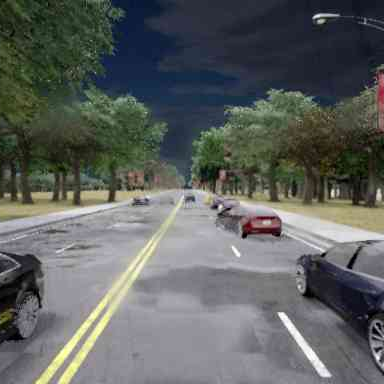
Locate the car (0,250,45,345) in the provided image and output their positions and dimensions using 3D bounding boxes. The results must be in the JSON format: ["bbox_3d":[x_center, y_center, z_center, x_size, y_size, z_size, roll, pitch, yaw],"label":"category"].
[{"bbox_3d":[-3.353,1.471,3.606,2.128,1.511,4.902,0,0,0],"label":"car"}]

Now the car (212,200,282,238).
[{"bbox_3d":[2.864,1.399,17.171,2.163,1.488,4.792,0,0,-12],"label":"car"}]

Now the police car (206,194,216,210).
[{"bbox_3d":[3.095,1.235,38.436,2.038,1.542,4.974,0,0,0],"label":"police car"}]

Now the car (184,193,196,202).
[{"bbox_3d":[-0.351,1.050,58.604,1.837,1.490,4.892,0,1,-1],"label":"car"}]

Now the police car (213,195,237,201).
[{"bbox_3d":[3.170,1.326,27.425,2.038,1.542,4.974,0,0,0],"label":"police car"}]

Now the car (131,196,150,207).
[{"bbox_3d":[-6.791,1.244,44.338,1.994,1.385,4.181,0,0,0],"label":"car"}]

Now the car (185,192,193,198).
[{"bbox_3d":[-0.665,0.788,81.050,1.895,1.301,4.718,0,1,-1],"label":"car"}]

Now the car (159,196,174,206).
[{"bbox_3d":[-3.560,1.221,47.014,1.994,1.385,4.181,0,0,0],"label":"car"}]

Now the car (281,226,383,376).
[{"bbox_3d":[3.246,1.473,5.433,2.163,1.488,4.792,0,0,0],"label":"car"}]
